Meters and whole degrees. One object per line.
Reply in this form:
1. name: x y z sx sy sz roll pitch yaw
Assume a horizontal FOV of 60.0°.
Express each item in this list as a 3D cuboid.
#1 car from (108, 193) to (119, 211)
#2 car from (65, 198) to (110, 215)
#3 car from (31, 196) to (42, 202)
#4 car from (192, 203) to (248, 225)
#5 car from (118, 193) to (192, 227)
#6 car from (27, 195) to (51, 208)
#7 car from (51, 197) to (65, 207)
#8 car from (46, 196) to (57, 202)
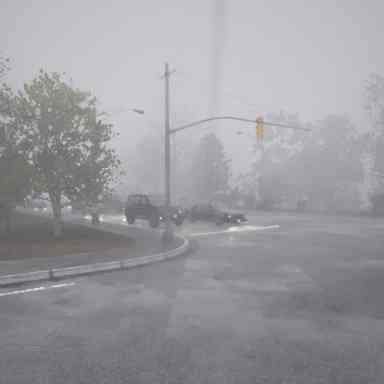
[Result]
1. car: -7.436 1.141 34.801 2.150 2.045 5.566 -1 1 -38
2. car: -10.431 1.443 32.950 2.128 1.511 4.902 -1 0 -38
3. car: -38.469 1.771 82.333 2.033 1.411 5.357 0 0 -30
4. car: 1.394 1.460 23.349 2.033 1.411 5.357 -1 0 -37
5. car: -2.714 1.161 22.977 2.150 2.045 5.566 -1 0 -37
6. car: -22.742 1.586 48.622 2.033 1.411 5.357 -1 0 -38
7. car: -20.349 1.543 51.245 1.812 1.442 4.674 -1 0 -38
8. car: -36.002 1.814 85.015 1.895 1.301 4.718 0 0 -30
